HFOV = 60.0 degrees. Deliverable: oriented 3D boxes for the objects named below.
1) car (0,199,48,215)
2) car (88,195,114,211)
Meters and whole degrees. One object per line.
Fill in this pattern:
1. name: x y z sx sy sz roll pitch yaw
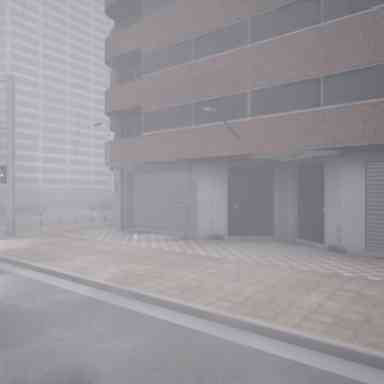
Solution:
1. car: -16.698 1.502 32.633 1.837 1.490 4.892 0 0 37
2. car: -10.451 1.502 40.889 1.837 1.490 4.892 0 0 37
